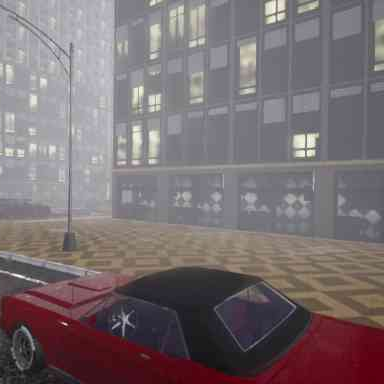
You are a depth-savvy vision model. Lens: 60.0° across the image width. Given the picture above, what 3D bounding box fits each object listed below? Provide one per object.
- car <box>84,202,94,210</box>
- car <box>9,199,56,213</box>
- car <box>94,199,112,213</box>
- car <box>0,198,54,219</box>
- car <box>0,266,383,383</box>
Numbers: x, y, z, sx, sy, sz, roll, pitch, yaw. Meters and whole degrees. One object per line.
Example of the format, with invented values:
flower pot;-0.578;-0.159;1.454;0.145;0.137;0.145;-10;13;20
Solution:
car;-12.241;1.736;45.096;1.837;1.490;4.892;1;0;37
car;-19.170;1.642;40.130;1.752;1.417;4.829;1;0;37
car;-8.876;1.829;39.936;1.752;1.417;4.829;1;0;37
car;-15.700;1.519;30.745;2.192;1.841;5.009;1;0;37
car;-0.308;1.600;3.911;4.718;1.301;1.895;0;0;36
